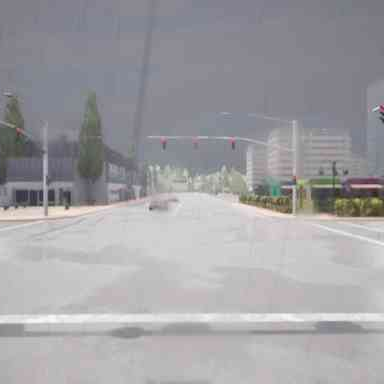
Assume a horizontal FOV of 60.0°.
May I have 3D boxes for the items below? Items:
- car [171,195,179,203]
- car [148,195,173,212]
[{"bbox_3d":[-3.493,1.295,61.797,1.895,1.301,4.718,0,0,0],"label":"car"},{"bbox_3d":[-3.497,1.392,36.001,1.994,1.385,4.181,0,0,0],"label":"car"}]
